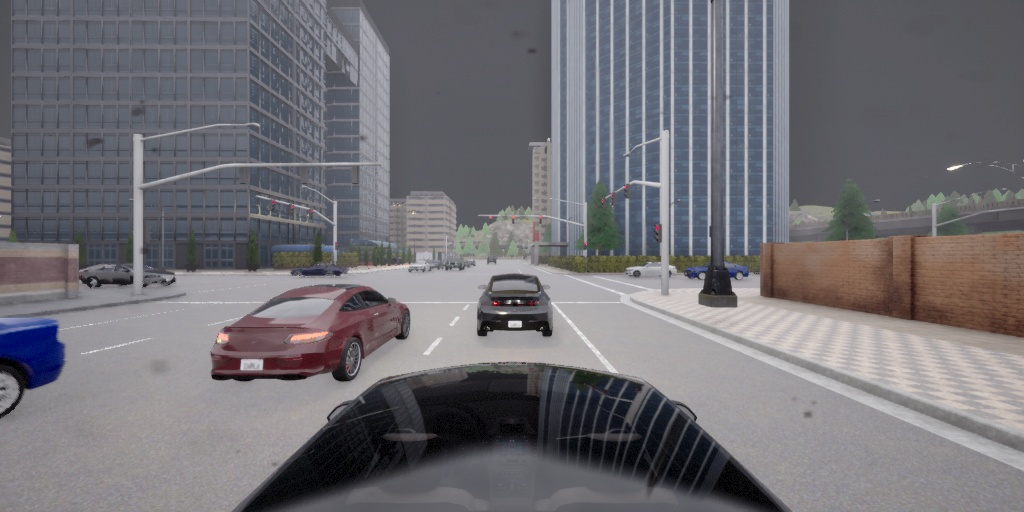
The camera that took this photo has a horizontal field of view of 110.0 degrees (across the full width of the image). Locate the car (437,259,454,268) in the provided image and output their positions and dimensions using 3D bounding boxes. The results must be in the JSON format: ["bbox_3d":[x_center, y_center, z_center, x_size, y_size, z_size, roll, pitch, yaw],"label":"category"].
[{"bbox_3d":[-11.557,1.241,63.031,2.128,1.511,4.902,0,0,0],"label":"car"}]

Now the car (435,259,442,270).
[{"bbox_3d":[-11.433,1.241,53.544,2.128,1.511,4.902,0,0,-1],"label":"car"}]

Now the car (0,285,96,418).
[{"bbox_3d":[-7.107,1.227,2.782,1.882,1.535,5.008,0,0,0],"label":"car"}]

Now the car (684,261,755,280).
[{"bbox_3d":[17.225,1.228,30.349,5.008,1.535,1.882,0,0,0],"label":"car"}]

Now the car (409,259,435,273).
[{"bbox_3d":[-11.365,1.276,44.584,1.812,1.442,4.674,0,0,1],"label":"car"}]

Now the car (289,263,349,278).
[{"bbox_3d":[-17.995,1.351,33.546,4.718,1.301,1.895,0,0,0],"label":"car"}]

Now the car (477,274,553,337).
[{"bbox_3d":[0.069,1.255,10.314,1.837,1.490,4.892,0,0,0],"label":"car"}]

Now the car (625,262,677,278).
[{"bbox_3d":[13.044,1.276,33.796,4.674,1.442,1.812,0,0,1],"label":"car"}]

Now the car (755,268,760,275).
[{"bbox_3d":[25.980,1.297,33.920,5.357,1.411,2.033,0,0,0],"label":"car"}]

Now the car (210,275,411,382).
[{"bbox_3d":[-3.435,1.276,7.050,1.812,1.442,4.674,0,0,0],"label":"car"}]

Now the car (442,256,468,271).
[{"bbox_3d":[-7.872,0.971,50.050,2.150,2.045,5.566,0,0,-1],"label":"car"}]

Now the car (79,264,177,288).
[{"bbox_3d":[-24.218,1.241,22.766,4.902,1.511,2.128,0,0,0],"label":"car"}]

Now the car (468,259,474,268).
[{"bbox_3d":[-8.010,1.314,60.001,1.994,1.385,4.181,0,0,0],"label":"car"}]
